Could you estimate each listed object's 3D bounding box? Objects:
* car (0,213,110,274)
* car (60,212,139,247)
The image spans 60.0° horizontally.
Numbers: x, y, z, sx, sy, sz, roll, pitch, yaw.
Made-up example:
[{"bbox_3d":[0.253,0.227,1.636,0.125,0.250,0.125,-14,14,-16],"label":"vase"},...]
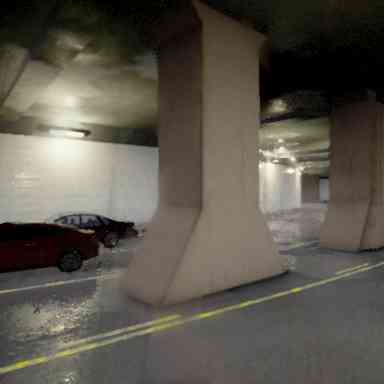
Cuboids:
[{"bbox_3d":[-4.913,1.526,9.148,4.674,1.442,1.812,0,0,-36],"label":"car"},{"bbox_3d":[-4.871,1.548,13.464,5.357,1.411,2.033,0,0,-36],"label":"car"}]
